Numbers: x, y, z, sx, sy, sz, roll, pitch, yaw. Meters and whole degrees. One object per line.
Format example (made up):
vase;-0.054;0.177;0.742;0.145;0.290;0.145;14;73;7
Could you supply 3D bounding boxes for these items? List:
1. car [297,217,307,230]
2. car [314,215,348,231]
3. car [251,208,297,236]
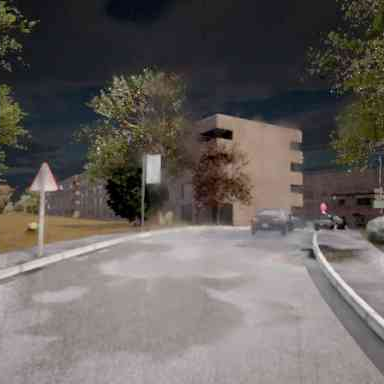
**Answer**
car;9.589;3.044;33.001;2.033;1.411;5.357;-3;-8;42
car;13.392;3.013;31.969;2.128;1.511;4.902;-3;-8;42
car;4.699;1.685;19.256;1.812;1.442;4.674;-1;-4;24
